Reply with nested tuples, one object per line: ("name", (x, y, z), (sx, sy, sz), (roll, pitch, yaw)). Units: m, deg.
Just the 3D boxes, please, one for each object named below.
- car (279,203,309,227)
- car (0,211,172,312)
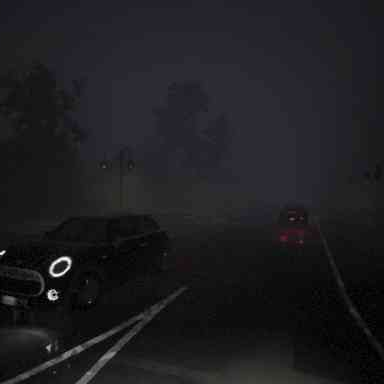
("car", (7.318, 1.570, 23.901), (2.128, 1.511, 4.902), (1, 0, 19))
("car", (-2.276, 1.297, 7.828), (2.097, 1.767, 4.553), (1, 0, 23))
